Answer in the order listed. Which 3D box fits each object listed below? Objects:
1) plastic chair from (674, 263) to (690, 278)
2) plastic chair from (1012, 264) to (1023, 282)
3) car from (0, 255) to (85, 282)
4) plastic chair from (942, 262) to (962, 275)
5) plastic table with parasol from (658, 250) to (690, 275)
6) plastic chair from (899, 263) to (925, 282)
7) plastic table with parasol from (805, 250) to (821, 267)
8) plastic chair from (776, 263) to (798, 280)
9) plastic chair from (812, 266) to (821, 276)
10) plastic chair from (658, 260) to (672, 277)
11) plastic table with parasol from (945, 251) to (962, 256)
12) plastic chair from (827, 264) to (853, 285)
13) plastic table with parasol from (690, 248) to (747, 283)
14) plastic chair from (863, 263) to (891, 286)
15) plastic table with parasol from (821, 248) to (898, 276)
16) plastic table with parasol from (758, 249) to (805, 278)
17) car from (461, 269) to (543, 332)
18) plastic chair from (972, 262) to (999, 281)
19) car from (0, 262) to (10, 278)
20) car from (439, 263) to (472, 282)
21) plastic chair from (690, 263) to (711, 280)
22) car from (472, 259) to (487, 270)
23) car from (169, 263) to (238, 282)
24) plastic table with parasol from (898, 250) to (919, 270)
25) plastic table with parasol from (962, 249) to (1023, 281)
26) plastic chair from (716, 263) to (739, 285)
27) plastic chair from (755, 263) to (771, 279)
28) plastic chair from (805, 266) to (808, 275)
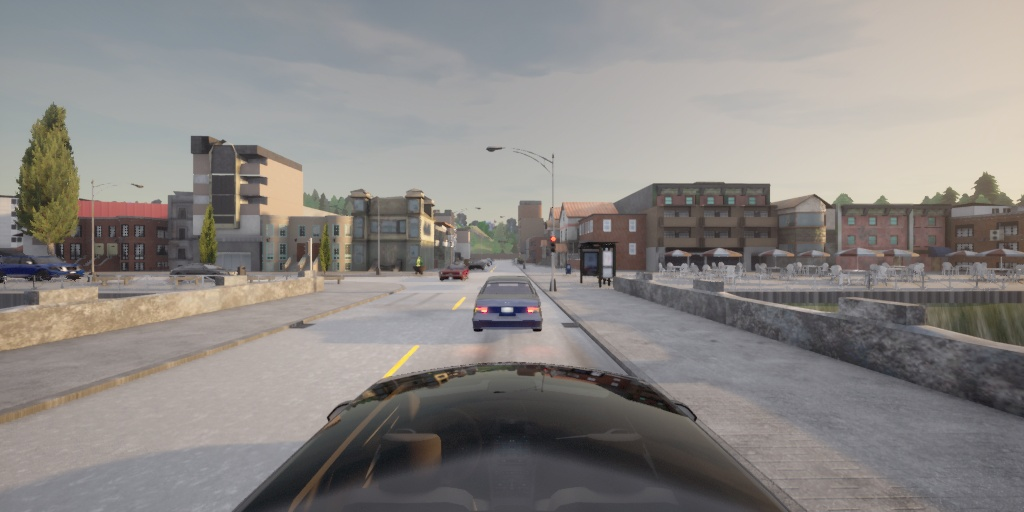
[{"bbox_3d":[15.285,1.279,32.109,0.750,1.272,0.730,0,0,-1],"label":"plastic chair"},{"bbox_3d":[37.384,1.279,26.058,0.750,1.272,0.730,0,0,-1],"label":"plastic chair"},{"bbox_3d":[-37.359,0.972,28.225,5.566,2.045,2.150,0,0,-1],"label":"car"},{"bbox_3d":[44.916,1.279,36.679,0.730,1.272,0.750,0,0,-1],"label":"plastic chair"},{"bbox_3d":[15.385,0.675,33.391,2.482,2.480,2.482,0,0,-1],"label":"plastic table with parasol"},{"bbox_3d":[30.069,1.279,26.942,0.750,1.272,0.730,0,0,-1],"label":"plastic chair"},{"bbox_3d":[29.666,0.675,35.307,2.482,2.480,2.482,0,0,-1],"label":"plastic table with parasol"},{"bbox_3d":[22.333,1.279,29.120,0.750,1.272,0.730,0,0,-1],"label":"plastic chair"},{"bbox_3d":[29.358,1.279,33.932,0.750,1.272,0.730,0,0,-1],"label":"plastic chair"},{"bbox_3d":[14.163,1.279,33.491,0.730,1.272,0.750,0,0,-1],"label":"plastic chair"},{"bbox_3d":[46.118,0.675,36.578,2.482,2.480,2.482,0,0,-1],"label":"plastic table with parasol"},{"bbox_3d":[22.209,1.279,24.318,0.730,1.272,0.750,0,0,-1],"label":"plastic chair"},{"bbox_3d":[14.759,0.675,25.560,2.482,2.480,2.482,0,0,-1],"label":"plastic table with parasol"},{"bbox_3d":[23.331,1.279,22.935,0.750,1.272,0.730,0,0,-1],"label":"plastic chair"},{"bbox_3d":[23.410,0.675,24.287,2.482,2.480,2.482,0,0,-1],"label":"plastic table with parasol"},{"bbox_3d":[22.412,0.675,30.472,2.482,2.480,2.482,0,0,-1],"label":"plastic table with parasol"},{"bbox_3d":[-0.119,1.297,10.834,2.033,1.411,5.357,0,0,0],"label":"car"},{"bbox_3d":[36.224,1.279,27.438,0.730,1.272,0.750,0,0,-1],"label":"plastic chair"},{"bbox_3d":[-48.814,1.276,32.250,4.674,1.442,1.812,0,0,-1],"label":"car"},{"bbox_3d":[-4.565,1.351,28.758,1.895,1.301,4.718,0,0,-1],"label":"car"},{"bbox_3d":[13.487,1.279,25.680,0.730,1.272,0.750,0,0,-1],"label":"plastic chair"},{"bbox_3d":[-4.904,1.350,50.172,1.895,1.301,4.718,0,0,-1],"label":"car"},{"bbox_3d":[-24.344,1.276,28.442,4.674,1.442,1.812,0,0,-1],"label":"car"},{"bbox_3d":[30.058,0.675,28.222,2.482,2.480,2.482,0,0,-1],"label":"plastic table with parasol"},{"bbox_3d":[37.353,0.675,27.368,2.482,2.480,2.482,0,0,-1],"label":"plastic table with parasol"},{"bbox_3d":[14.609,1.279,24.297,0.750,1.272,0.730,0,0,-1],"label":"plastic chair"},{"bbox_3d":[21.211,1.279,30.503,0.730,1.272,0.750,0,0,-1],"label":"plastic chair"},{"bbox_3d":[28.236,1.279,35.315,0.730,1.272,0.750,0,0,-1],"label":"plastic chair"}]
